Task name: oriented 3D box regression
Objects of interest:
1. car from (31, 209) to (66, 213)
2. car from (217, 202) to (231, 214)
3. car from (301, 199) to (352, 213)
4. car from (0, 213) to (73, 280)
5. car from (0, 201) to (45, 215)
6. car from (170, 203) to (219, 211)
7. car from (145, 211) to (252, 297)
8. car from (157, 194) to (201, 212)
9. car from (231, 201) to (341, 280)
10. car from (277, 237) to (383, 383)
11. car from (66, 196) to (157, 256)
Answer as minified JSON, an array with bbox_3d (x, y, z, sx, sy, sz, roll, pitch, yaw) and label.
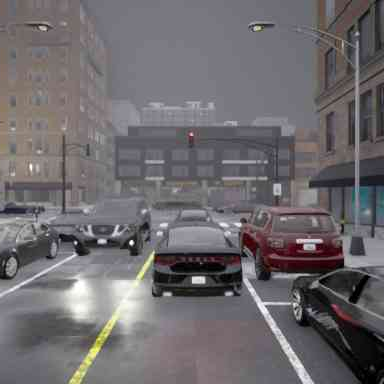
[{"bbox_3d":[-5.409,1.562,15.467,1.947,1.339,4.313,0,0,0],"label":"car"},{"bbox_3d":[4.768,1.570,33.399,5.357,1.411,2.033,0,0,-17],"label":"car"},{"bbox_3d":[15.197,1.553,37.833,5.008,1.535,1.882,0,0,0],"label":"car"},{"bbox_3d":[-5.402,1.548,9.805,2.008,1.369,4.403,0,0,0],"label":"car"},{"bbox_3d":[-16.207,1.522,30.951,4.718,1.301,1.895,0,0,0],"label":"car"},{"bbox_3d":[0.059,1.501,16.137,1.837,1.490,4.892,0,0,0],"label":"car"},{"bbox_3d":[0.062,1.475,8.624,1.882,1.535,5.008,0,0,-1],"label":"car"},{"bbox_3d":[-1.714,1.211,37.738,5.566,2.045,2.150,0,0,0],"label":"car"},{"bbox_3d":[2.623,1.312,9.815,2.192,1.841,5.009,0,0,0],"label":"car"},{"bbox_3d":[2.631,1.565,4.153,1.947,1.339,4.313,0,0,0],"label":"car"},{"bbox_3d":[-2.900,1.218,13.394,2.150,2.045,5.566,0,0,-1],"label":"car"}]
